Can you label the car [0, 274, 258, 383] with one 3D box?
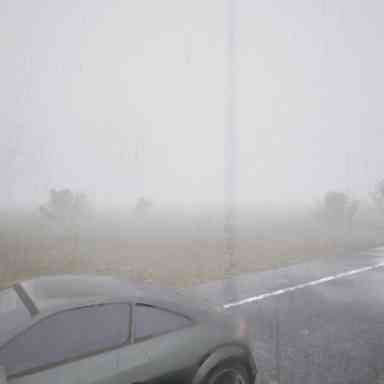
[{"bbox_3d":[-1.386,1.562,3.002,4.181,1.385,1.994,0,0,-35],"label":"car"}]
